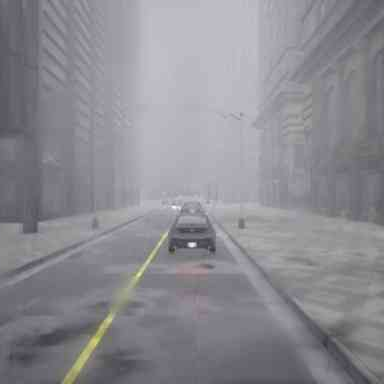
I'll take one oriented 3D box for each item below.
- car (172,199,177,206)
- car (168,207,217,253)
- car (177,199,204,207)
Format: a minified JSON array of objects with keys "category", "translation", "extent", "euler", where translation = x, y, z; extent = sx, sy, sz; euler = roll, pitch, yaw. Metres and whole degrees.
[{"category":"car","translation":[-2.960,2.115,67.838],"extent":[2.128,1.511,4.902],"euler":[0,0,0]},{"category":"car","translation":[0.013,1.640,14.287],"extent":[1.837,1.490,4.892],"euler":[0,0,0]},{"category":"car","translation":[0.021,1.615,29.074],"extent":[2.097,1.767,4.553],"euler":[0,-1,0]}]
